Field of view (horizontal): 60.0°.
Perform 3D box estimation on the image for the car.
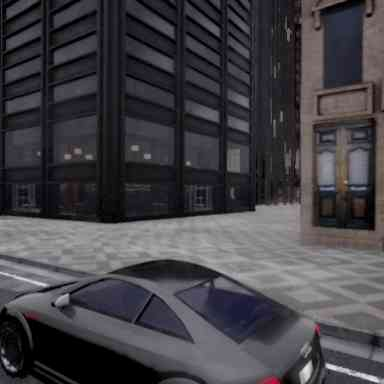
[{"bbox_3d":[-0.615,1.574,4.120,4.181,1.385,1.994,0,0,36],"label":"car"}]
